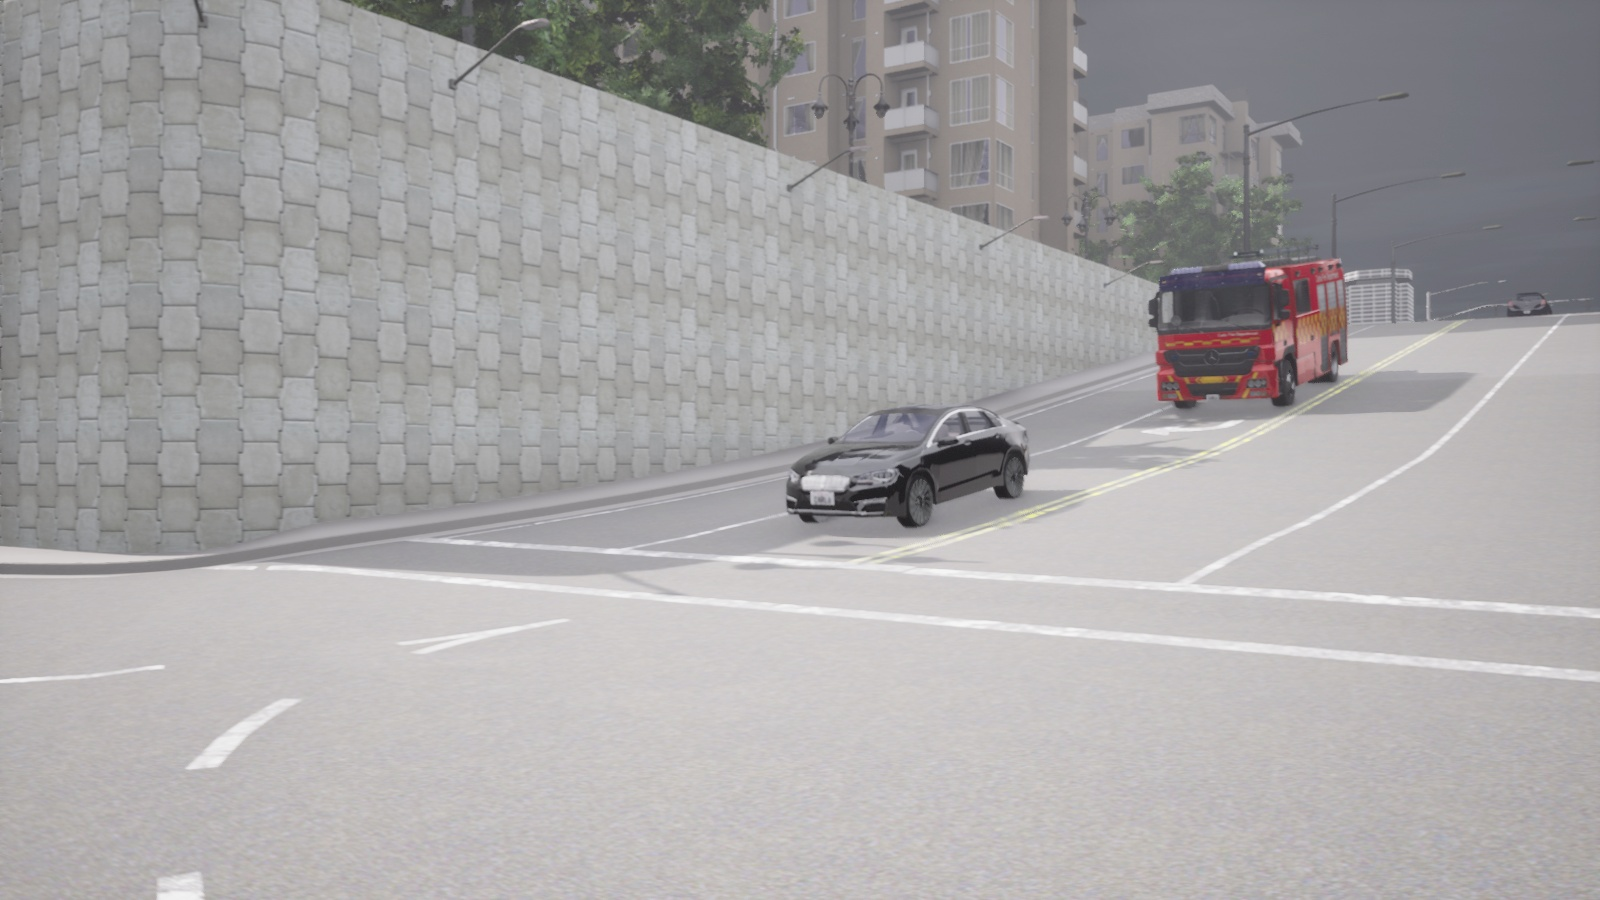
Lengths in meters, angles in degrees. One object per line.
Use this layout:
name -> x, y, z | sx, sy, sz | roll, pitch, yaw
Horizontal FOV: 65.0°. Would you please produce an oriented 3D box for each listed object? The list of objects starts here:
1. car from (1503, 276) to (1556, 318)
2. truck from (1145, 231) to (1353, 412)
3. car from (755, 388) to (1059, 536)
car -> 34.367, -7.165, 59.137 | 1.845, 1.501, 3.633 | -1, 0, 35
truck -> 12.080, -3.551, 33.121 | 2.891, 3.827, 8.468 | -1, 9, 35
car -> 1.722, 0.059, 18.113 | 2.128, 1.511, 4.902 | -1, 6, 35
